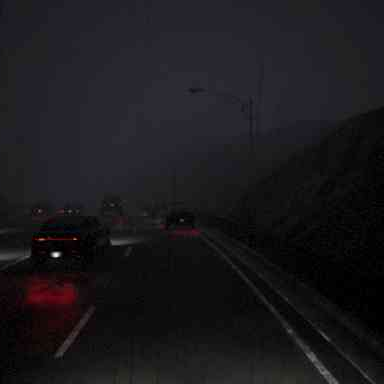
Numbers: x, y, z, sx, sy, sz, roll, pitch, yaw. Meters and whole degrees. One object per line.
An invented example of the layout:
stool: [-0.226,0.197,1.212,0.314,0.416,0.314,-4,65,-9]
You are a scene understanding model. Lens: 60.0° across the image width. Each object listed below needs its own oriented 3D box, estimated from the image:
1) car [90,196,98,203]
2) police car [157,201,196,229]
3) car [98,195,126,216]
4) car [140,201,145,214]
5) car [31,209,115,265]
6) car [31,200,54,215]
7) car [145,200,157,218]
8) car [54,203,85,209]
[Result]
car: [-20.155,1.678,70.699,1.812,1.442,4.674,0,0,-33]
police car: [-1.043,1.525,22.778,1.930,1.638,5.238,0,0,-10]
car: [-8.447,1.386,34.767,2.150,2.045,5.566,0,0,-16]
car: [-4.821,1.651,38.546,1.882,1.535,5.008,0,0,-17]
car: [-4.159,1.564,12.015,1.837,1.490,4.892,0,0,-5]
car: [-16.129,1.689,35.996,1.837,1.490,4.892,0,0,-17]
car: [-3.175,1.651,32.646,1.837,1.490,4.892,0,0,-14]
car: [-10.896,1.698,30.451,2.033,1.411,5.357,0,0,-14]
